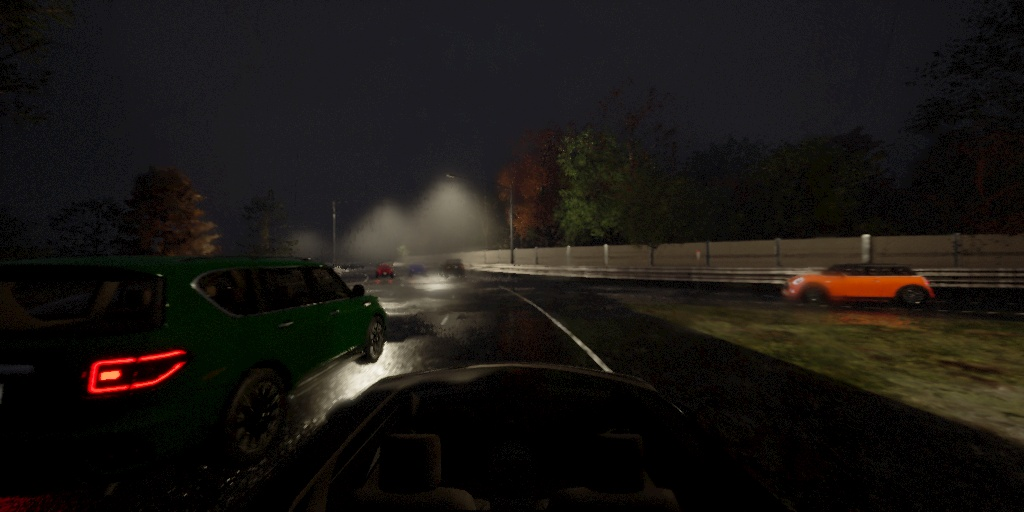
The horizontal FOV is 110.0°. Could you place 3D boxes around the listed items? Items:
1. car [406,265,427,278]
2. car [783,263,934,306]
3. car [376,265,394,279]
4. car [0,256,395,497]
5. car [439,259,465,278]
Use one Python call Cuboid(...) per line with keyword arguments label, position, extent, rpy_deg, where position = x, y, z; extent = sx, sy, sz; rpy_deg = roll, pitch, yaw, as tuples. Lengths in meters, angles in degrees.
Cuboid(label="car", position=(-10.950, 1.701, 41.256), extent=(1.812, 1.442, 4.674), rpy_deg=(0, -1, -21))
Cuboid(label="car", position=(14.573, 1.090, 15.511), extent=(4.553, 1.767, 2.097), rpy_deg=(-1, -1, 29))
Cuboid(label="car", position=(-14.468, 1.727, 40.684), extent=(1.812, 1.442, 4.674), rpy_deg=(0, -1, -21))
Cuboid(label="car", position=(-3.587, 1.031, 5.047), extent=(2.150, 2.045, 5.566), rpy_deg=(0, 0, -2))
Cuboid(label="car", position=(-6.725, 1.348, 39.962), extent=(2.150, 2.045, 5.566), rpy_deg=(0, -1, -19))
